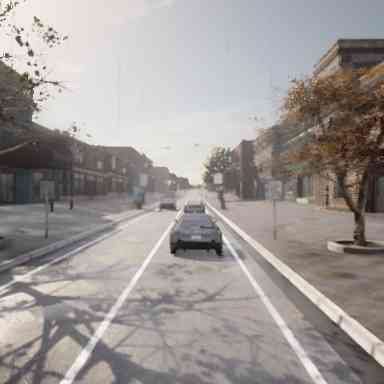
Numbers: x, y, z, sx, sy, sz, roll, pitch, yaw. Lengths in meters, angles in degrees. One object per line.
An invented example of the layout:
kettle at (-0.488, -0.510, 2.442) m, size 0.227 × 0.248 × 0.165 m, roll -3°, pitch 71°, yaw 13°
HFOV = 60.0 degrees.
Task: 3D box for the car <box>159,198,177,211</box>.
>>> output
car at (-2.906, 1.464, 40.898) m, size 1.882 × 1.535 × 5.008 m, roll 0°, pitch 0°, yaw 0°

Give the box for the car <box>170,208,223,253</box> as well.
car at (0.160, 1.562, 13.705) m, size 1.994 × 1.385 × 4.181 m, roll 0°, pitch 0°, yaw 0°

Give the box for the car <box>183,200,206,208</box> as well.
car at (0.233, 1.486, 29.900) m, size 2.128 × 1.511 × 4.902 m, roll 0°, pitch 0°, yaw 0°
